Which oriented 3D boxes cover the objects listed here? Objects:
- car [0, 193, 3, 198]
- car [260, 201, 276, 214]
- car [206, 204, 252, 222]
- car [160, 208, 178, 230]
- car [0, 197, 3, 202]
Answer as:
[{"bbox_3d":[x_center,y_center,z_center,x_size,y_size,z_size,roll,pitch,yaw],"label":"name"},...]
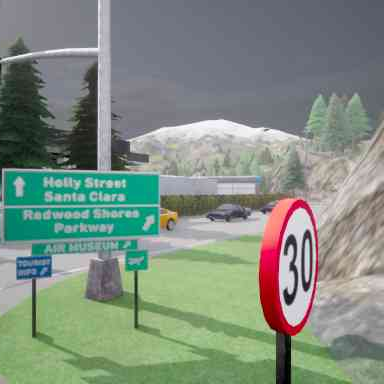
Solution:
[{"bbox_3d":[-38.568,1.490,69.998,4.514,1.523,2.007,0,0,35],"label":"car"},{"bbox_3d":[9.646,1.739,37.713,2.033,1.411,5.357,0,0,36],"label":"car"},{"bbox_3d":[3.359,1.739,29.098,2.033,1.411,5.357,0,0,36],"label":"car"},{"bbox_3d":[-2.912,1.669,20.479,1.882,1.535,5.008,0,0,36],"label":"car"},{"bbox_3d":[-12.368,1.505,26.054,1.905,1.878,3.866,0,0,35],"label":"car"}]
